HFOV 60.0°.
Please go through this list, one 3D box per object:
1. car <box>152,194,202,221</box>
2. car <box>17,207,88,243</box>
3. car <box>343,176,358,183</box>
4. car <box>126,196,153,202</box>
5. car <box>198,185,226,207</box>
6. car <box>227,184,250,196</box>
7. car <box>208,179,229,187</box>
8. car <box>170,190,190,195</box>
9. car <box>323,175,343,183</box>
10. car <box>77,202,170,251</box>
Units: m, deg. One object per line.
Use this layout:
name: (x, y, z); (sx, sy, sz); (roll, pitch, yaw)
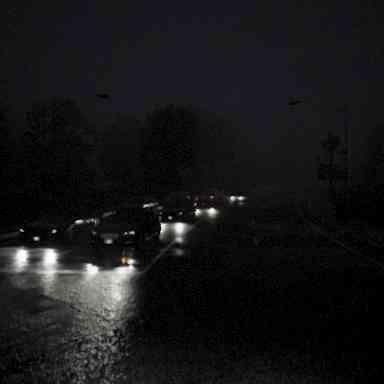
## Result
car: (-0.897, 1.186, 24.146); (2.033, 1.411, 5.357); (0, 2, 11)
car: (-5.860, 1.424, 15.883); (2.033, 1.411, 5.357); (0, 1, 8)
car: (38.719, -3.087, 81.252); (4.674, 1.442, 1.812); (-5, 3, -42)
car: (-4.093, 1.105, 25.636); (1.837, 1.490, 4.892); (0, 2, 13)
car: (1.733, 0.506, 34.112); (2.097, 1.767, 4.553); (0, 3, 18)
car: (7.049, -0.192, 48.478); (1.994, 1.385, 4.181); (0, 4, 24)
car: (3.836, -0.913, 49.861); (2.150, 2.045, 5.566); (0, 4, 24)
car: (-1.415, 0.611, 35.766); (1.837, 1.490, 4.892); (0, 4, 17)
car: (34.054, -3.201, 81.568); (5.566, 2.045, 2.150); (-5, 4, -44)
car: (-2.556, 1.404, 13.902); (2.128, 1.511, 4.902); (0, 1, 8)
